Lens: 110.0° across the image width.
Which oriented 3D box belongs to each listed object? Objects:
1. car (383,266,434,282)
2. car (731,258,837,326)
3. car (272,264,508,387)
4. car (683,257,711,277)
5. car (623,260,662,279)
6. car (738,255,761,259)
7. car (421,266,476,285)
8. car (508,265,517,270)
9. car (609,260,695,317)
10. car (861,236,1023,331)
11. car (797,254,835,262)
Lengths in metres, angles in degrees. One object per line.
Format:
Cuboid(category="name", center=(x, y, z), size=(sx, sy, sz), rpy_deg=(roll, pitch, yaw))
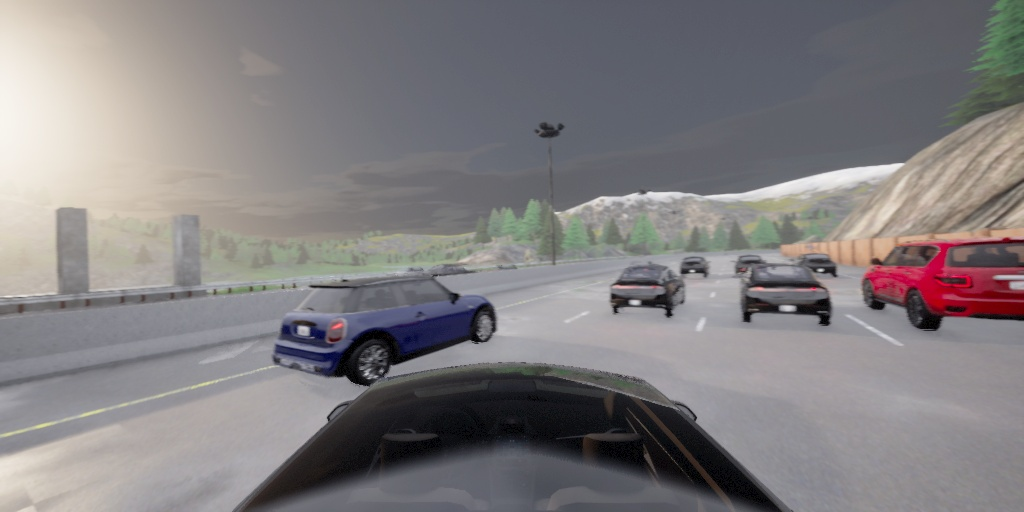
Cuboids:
Cuboid(category="car", center=(-10.100, 1.760, 35.372), size=(1.895, 1.301, 4.718), rpy_deg=(-2, 0, 31))
Cuboid(category="car", center=(7.739, 0.979, 10.507), size=(2.128, 1.511, 4.902), rpy_deg=(-2, 0, 31))
Cuboid(category="car", center=(-2.248, 1.190, 7.597), size=(2.097, 1.767, 4.553), rpy_deg=(-2, 0, 32))
Cuboid(category="car", center=(14.101, 0.792, 27.649), size=(1.837, 1.490, 4.892), rpy_deg=(-2, 0, 31))
Cuboid(category="car", center=(10.354, 1.022, 28.218), size=(1.895, 1.301, 4.718), rpy_deg=(-2, 0, 31))
Cuboid(category="car", center=(17.036, 0.685, 25.742), size=(1.837, 1.490, 4.892), rpy_deg=(-2, 0, 31))
Cuboid(category="car", center=(-5.183, 1.577, 30.001), size=(1.895, 1.301, 4.718), rpy_deg=(-2, 0, 31))
Cuboid(category="car", center=(-0.952, 1.427, 30.217), size=(1.895, 1.301, 4.718), rpy_deg=(-2, 0, 31))
Cuboid(category="car", center=(4.792, 1.086, 12.392), size=(2.128, 1.511, 4.902), rpy_deg=(-2, 0, 31))
Cuboid(category="car", center=(10.872, 0.595, 8.939), size=(2.150, 2.045, 5.566), rpy_deg=(-2, 0, 31))
Cuboid(category="car", center=(19.983, 0.577, 23.855), size=(1.837, 1.490, 4.892), rpy_deg=(-2, 0, 31))
